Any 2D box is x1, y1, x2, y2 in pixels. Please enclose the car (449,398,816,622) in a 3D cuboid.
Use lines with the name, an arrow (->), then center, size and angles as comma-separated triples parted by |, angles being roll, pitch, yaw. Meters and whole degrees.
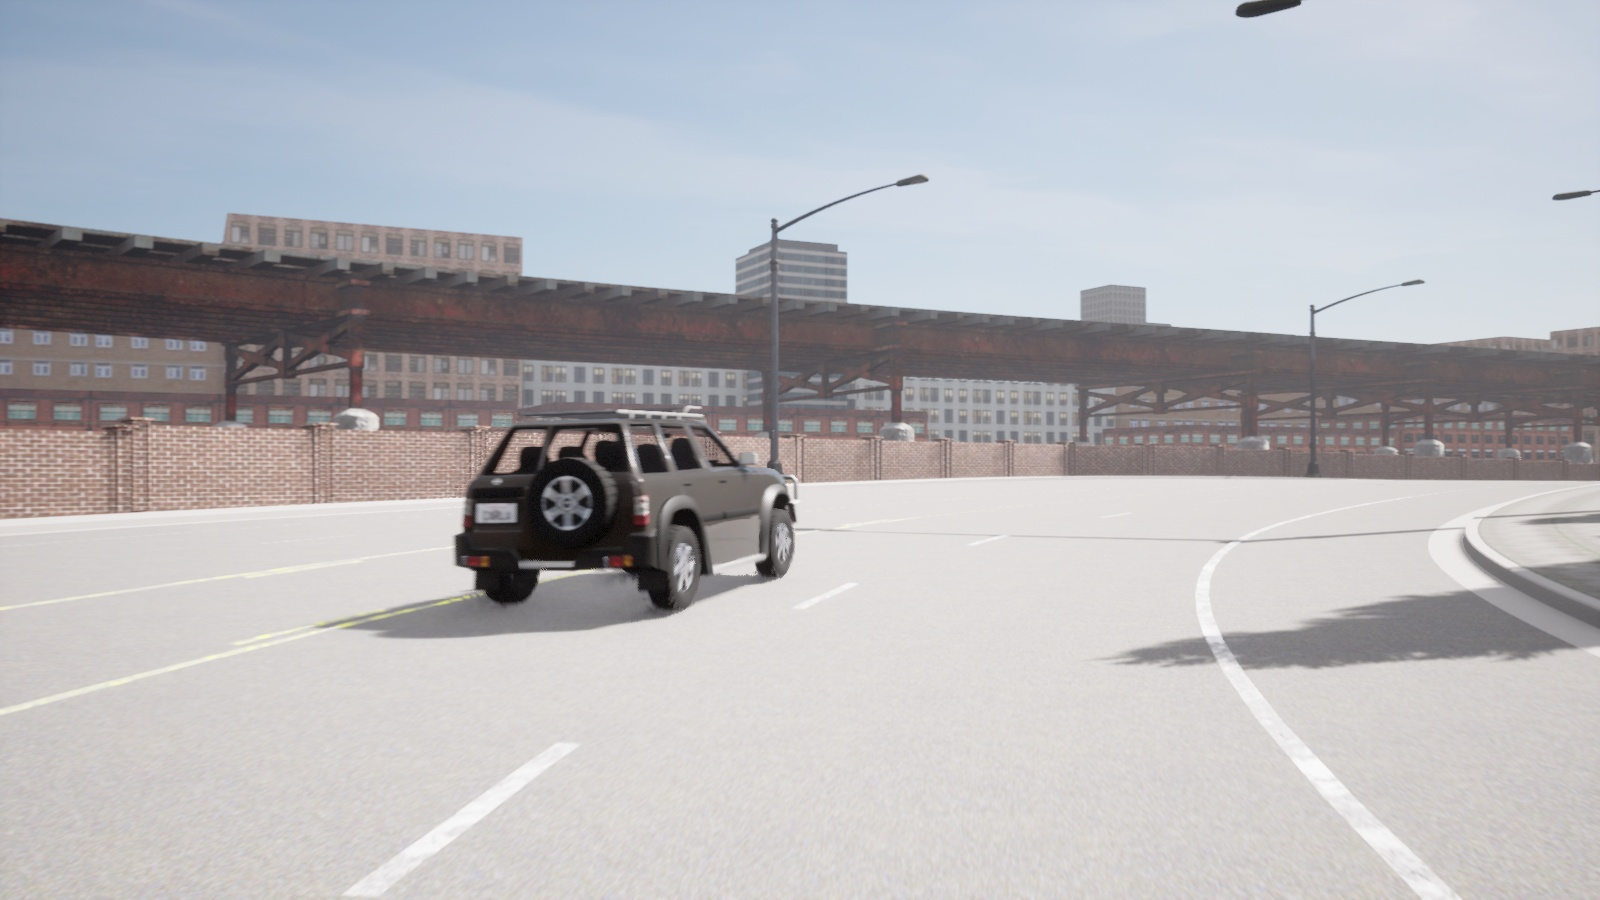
car -> -1.441, 0.503, 12.882 | 1.932, 1.855, 4.605 | -1, 0, 17
